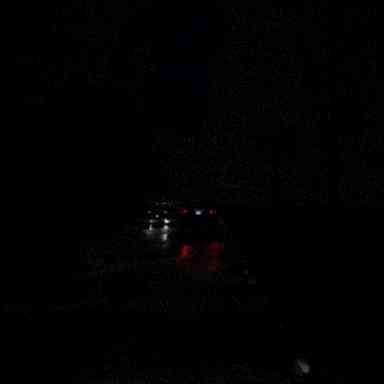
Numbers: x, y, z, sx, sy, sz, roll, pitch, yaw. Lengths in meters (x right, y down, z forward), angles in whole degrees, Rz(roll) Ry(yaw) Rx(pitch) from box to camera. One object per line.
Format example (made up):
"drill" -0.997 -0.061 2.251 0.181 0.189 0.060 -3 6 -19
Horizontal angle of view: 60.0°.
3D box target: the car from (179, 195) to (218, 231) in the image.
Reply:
"car" 0.405 1.214 20.699 2.150 2.045 5.566 0 0 1

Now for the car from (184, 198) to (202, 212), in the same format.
"car" 0.017 1.465 38.969 1.882 1.535 5.008 0 0 -3

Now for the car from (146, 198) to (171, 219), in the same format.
"car" -2.818 1.533 29.205 2.033 1.411 5.357 0 0 -1

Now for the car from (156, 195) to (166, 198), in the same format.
"car" -6.694 1.452 70.485 1.882 1.535 5.008 0 0 -9
